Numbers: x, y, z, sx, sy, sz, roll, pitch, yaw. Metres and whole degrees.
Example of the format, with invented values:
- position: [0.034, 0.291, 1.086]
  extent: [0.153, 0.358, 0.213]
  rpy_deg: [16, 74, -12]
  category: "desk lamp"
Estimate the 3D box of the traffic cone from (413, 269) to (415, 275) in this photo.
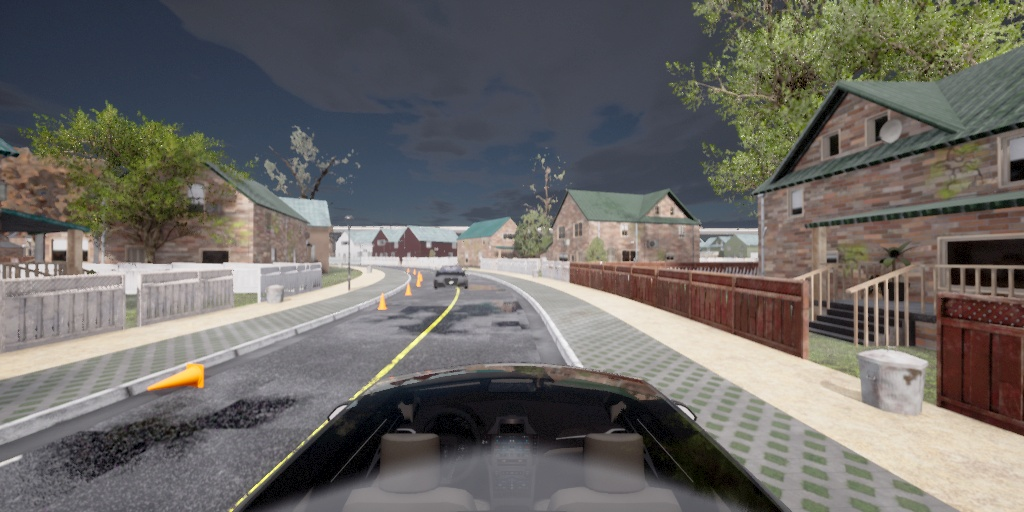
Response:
- position: [-10.017, 1.621, 36.893]
  extent: [0.340, 0.580, 0.340]
  rpy_deg: [0, 0, -22]
  category: "traffic cone"

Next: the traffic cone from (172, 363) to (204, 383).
- position: [-4.815, 1.527, 5.458]
  extent: [0.340, 0.580, 0.340]
  rpy_deg: [0, 0, 15]
  category: "traffic cone"

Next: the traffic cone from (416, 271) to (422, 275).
- position: [-7.026, 1.649, 27.694]
  extent: [0.340, 0.580, 0.340]
  rpy_deg: [0, 0, -14]
  category: "traffic cone"

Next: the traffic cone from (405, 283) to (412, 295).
- position: [-5.251, 1.674, 18.186]
  extent: [0.340, 0.580, 0.340]
  rpy_deg: [0, 0, -7]
  category: "traffic cone"

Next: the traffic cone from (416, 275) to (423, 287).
- position: [-5.985, 1.662, 22.968]
  extent: [0.340, 0.580, 0.340]
  rpy_deg: [0, 0, -11]
  category: "traffic cone"

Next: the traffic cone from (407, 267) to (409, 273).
- position: [-11.955, 1.606, 41.327]
  extent: [0.340, 0.580, 0.340]
  rpy_deg: [0, 0, -25]
  category: "traffic cone"

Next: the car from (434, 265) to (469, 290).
- position: [-3.739, 1.278, 22.055]
  extent: [1.994, 1.385, 4.181]
  rpy_deg: [0, 0, -10]
  category: "car"

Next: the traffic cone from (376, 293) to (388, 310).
- position: [-4.828, 1.685, 13.365]
  extent: [0.340, 0.580, 0.340]
  rpy_deg: [0, 0, -3]
  category: "traffic cone"
